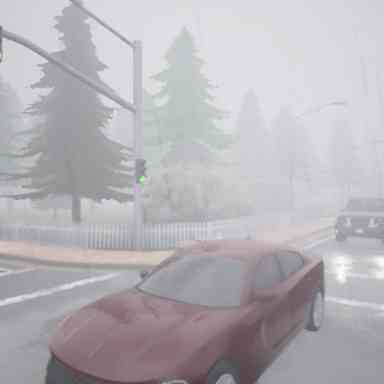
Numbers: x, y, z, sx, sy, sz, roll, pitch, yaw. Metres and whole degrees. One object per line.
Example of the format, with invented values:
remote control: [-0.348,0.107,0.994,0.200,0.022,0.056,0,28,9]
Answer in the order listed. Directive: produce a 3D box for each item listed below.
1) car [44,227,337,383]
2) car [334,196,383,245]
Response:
car: [0.454,1.496,4.797,1.882,1.535,5.008,-1,0,36]
car: [8.493,1.248,15.925,2.150,2.045,5.566,-1,0,36]
